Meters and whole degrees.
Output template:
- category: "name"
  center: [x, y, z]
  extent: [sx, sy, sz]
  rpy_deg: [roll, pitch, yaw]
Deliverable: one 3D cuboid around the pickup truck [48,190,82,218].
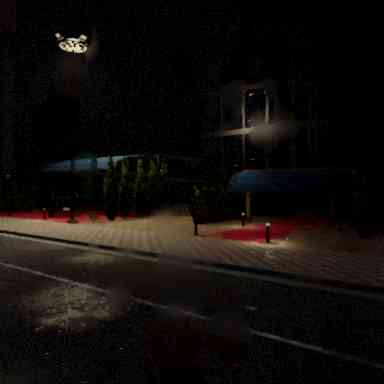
- category: "pickup truck"
  center: [-10.635, 0.891, 27.578]
  extent: [2.390, 2.098, 6.274]
  rpy_deg: [0, 0, -24]
